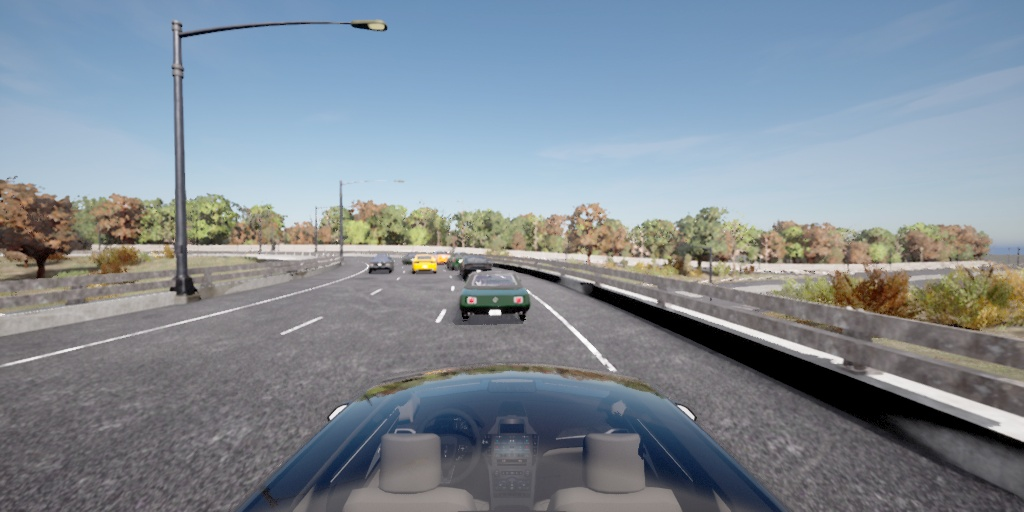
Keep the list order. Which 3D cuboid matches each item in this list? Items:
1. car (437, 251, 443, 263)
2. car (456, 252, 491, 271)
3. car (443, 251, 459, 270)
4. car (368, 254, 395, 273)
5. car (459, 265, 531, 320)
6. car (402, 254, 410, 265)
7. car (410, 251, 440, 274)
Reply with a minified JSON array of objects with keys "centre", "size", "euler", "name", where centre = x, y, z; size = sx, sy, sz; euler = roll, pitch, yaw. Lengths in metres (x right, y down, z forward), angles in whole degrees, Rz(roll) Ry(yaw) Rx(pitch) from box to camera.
[{"centre":[-9.200,0.139,45.983],"size":[2.097,1.767,4.553],"euler":[-1,1,-23],"name":"car"},{"centre":[-2.592,0.725,24.729],"size":[1.882,1.535,5.008],"euler":[0,1,-12],"name":"car"},{"centre":[-5.132,0.379,34.861],"size":[2.097,1.767,4.553],"euler":[0,1,-17],"name":"car"},{"centre":[-11.047,0.676,30.501],"size":[2.033,1.411,5.357],"euler":[0,1,-16],"name":"car"},{"centre":[-0.614,1.135,11.553],"size":[1.895,1.301,4.718],"euler":[0,1,-5],"name":"car"},{"centre":[-12.775,0.368,45.461],"size":[1.994,1.385,4.181],"euler":[-1,1,-23],"name":"car"},{"centre":[-7.405,0.609,30.258],"size":[1.882,1.535,5.008],"euler":[0,2,-15],"name":"car"}]
